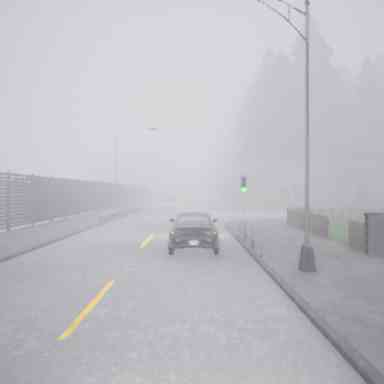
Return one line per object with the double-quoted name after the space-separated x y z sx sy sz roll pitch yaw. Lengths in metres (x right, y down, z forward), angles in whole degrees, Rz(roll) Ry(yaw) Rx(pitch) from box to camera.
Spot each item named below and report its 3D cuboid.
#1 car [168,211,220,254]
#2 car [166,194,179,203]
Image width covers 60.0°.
0.065 1.492 13.236 1.812 1.442 4.674 0 0 0 "car"
-4.011 1.439 64.690 1.895 1.301 4.718 0 0 0 "car"
